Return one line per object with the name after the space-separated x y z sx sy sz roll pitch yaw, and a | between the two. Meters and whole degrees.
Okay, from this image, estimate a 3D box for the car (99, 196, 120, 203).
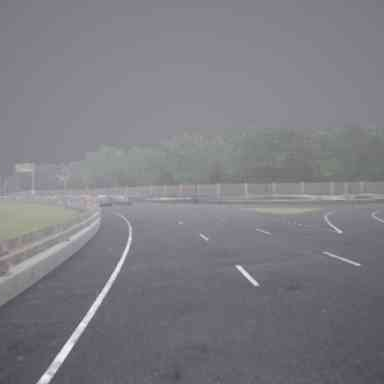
-17.199 1.502 68.832 2.033 1.411 5.357 -1 0 -40 | car

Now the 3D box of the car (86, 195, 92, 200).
-20.074 1.367 66.824 2.097 1.767 4.553 -1 0 -40 | car

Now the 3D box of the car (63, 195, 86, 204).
-22.926 1.539 64.838 1.882 1.535 5.008 -1 0 -39 | car

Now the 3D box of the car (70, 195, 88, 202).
-27.169 1.538 79.665 5.008 1.535 1.882 -1 0 41 | car

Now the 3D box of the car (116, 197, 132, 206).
-11.437 1.503 54.410 1.994 1.385 4.181 -1 0 -32 | car

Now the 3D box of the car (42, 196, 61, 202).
-32.073 1.704 74.670 4.181 1.385 1.994 -1 0 41 | car

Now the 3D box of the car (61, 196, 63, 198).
-29.800 1.609 77.347 4.892 1.490 1.837 -1 0 41 | car

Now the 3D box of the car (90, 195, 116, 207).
-13.951 1.550 51.781 1.994 1.385 4.181 -1 0 -32 | car
